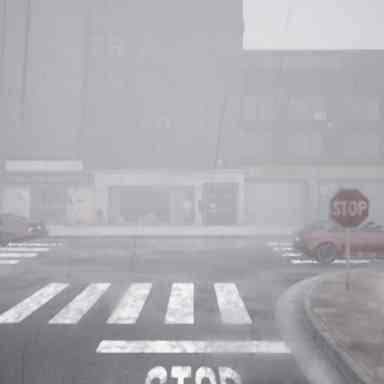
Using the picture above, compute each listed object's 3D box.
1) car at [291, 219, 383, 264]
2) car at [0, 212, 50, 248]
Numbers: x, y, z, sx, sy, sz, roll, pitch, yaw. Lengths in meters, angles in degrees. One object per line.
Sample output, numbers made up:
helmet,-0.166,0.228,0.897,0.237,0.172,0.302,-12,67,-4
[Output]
car,5.573,1.560,11.252,4.181,1.385,1.994,0,0,0
car,-9.040,1.573,14.263,5.357,1.411,2.033,0,0,0
